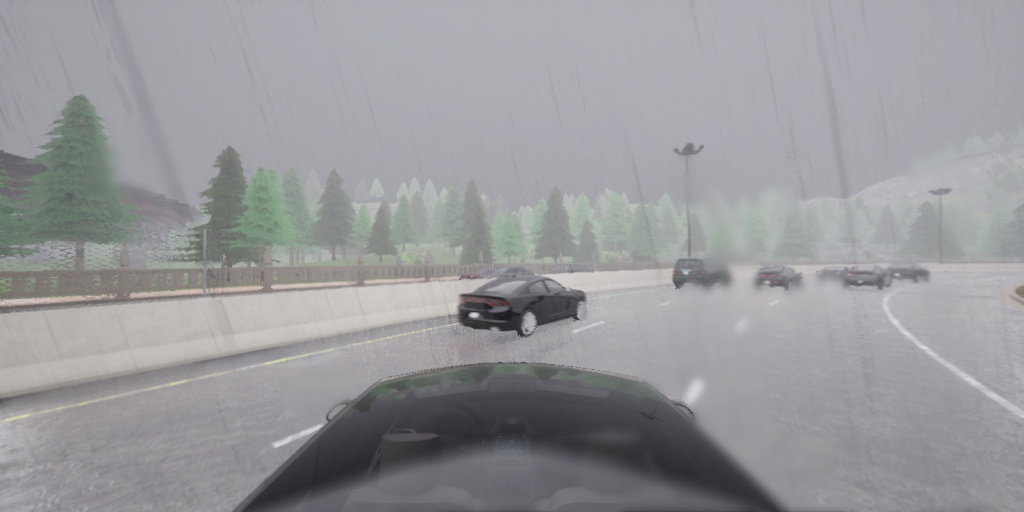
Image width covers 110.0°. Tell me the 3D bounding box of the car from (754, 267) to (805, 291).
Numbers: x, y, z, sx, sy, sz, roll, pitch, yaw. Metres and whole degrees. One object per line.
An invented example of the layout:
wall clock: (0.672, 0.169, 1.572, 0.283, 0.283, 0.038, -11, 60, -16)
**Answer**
car: (17.494, 1.430, 23.423, 4.892, 1.490, 1.837, 1, -1, -40)

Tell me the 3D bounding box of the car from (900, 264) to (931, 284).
car: (32.837, 1.421, 29.754, 5.008, 1.535, 1.882, 0, -1, -30)

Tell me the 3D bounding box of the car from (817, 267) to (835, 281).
car: (28.846, 1.576, 31.486, 4.718, 1.301, 1.895, 0, -1, -31)

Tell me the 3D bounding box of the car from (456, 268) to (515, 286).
car: (-2.077, 1.656, 29.425, 1.895, 1.301, 4.718, -1, -1, 44)

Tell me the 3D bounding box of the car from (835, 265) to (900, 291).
car: (23.519, 1.401, 23.686, 4.902, 1.511, 2.128, 0, -1, -37)

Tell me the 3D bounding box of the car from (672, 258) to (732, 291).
car: (12.819, 1.170, 24.083, 5.566, 2.045, 2.150, 0, -1, -42)

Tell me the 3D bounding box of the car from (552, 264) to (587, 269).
car: (3.708, 1.344, 25.273, 4.553, 1.767, 2.097, 0, -1, -45)

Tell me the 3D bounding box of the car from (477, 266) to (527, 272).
car: (-0.421, 1.519, 26.074, 1.837, 1.490, 4.892, -1, -1, 44)

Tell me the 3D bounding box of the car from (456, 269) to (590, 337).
car: (0.544, 1.324, 10.842, 1.882, 1.535, 5.008, -1, -1, 37)
